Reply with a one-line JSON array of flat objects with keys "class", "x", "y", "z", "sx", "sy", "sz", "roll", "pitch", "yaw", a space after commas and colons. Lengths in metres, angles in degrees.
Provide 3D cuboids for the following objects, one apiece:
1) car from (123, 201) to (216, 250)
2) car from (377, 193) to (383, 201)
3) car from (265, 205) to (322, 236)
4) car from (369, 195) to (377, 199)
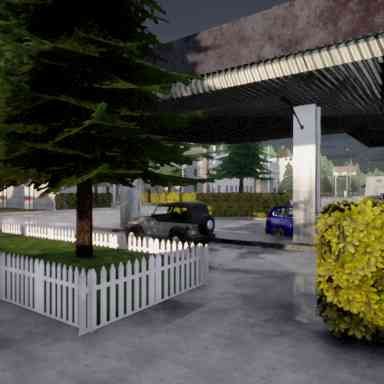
[{"class": "car", "x": -0.912, "y": 1.312, "z": 13.790, "sx": 3.866, "sy": 1.878, "sz": 1.905, "roll": 0, "pitch": 0, "yaw": 35}, {"class": "car", "x": 25.851, "y": 1.076, "z": 43.467, "sx": 1.905, "sy": 1.878, "sz": 3.866, "roll": 0, "pitch": 0, "yaw": 35}, {"class": "car", "x": 5.890, "y": 1.480, "z": 15.937, "sx": 4.611, "sy": 1.667, "sz": 2.242, "roll": 0, "pitch": 0, "yaw": 35}, {"class": "car", "x": 33.119, "y": 1.297, "z": 60.206, "sx": 2.007, "sy": 1.523, "sz": 4.514, "roll": 0, "pitch": 0, "yaw": 35}]
